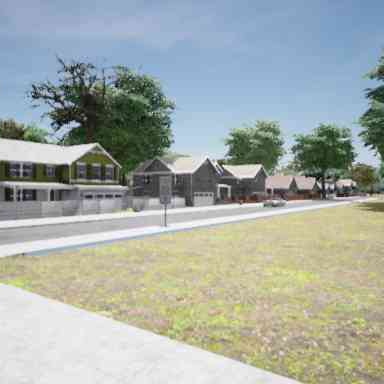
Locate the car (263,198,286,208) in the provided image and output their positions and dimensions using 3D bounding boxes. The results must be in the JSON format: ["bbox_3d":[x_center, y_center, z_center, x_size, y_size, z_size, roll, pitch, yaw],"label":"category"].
[{"bbox_3d":[11.966,1.526,48.295,1.895,1.301,4.718,0,0,35],"label":"car"}]
